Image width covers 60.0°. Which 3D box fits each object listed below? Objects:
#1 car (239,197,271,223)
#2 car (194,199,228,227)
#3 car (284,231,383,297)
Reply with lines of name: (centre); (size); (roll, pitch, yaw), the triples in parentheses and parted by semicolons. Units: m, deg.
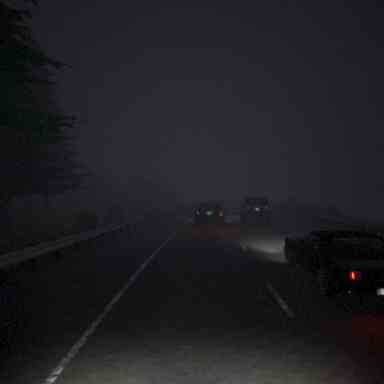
car: (5.119, 1.393, 27.325); (2.150, 2.045, 5.566); (0, 0, 6)
car: (1.352, 1.503, 24.505); (2.097, 1.767, 4.553); (0, 0, 5)
car: (3.815, 1.658, 8.661); (1.895, 1.301, 4.718); (0, 0, 2)
